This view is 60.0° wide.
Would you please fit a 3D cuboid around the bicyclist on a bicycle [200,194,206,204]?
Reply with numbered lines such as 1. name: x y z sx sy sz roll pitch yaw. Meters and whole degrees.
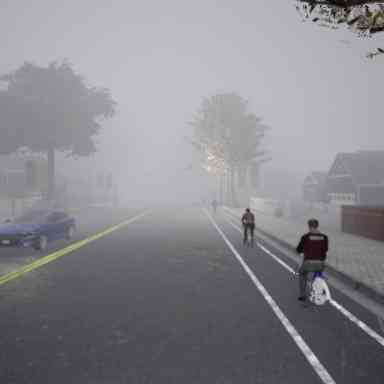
1. bicyclist on a bicycle: 2.266 1.508 61.740 0.866 1.612 1.509 0 0 0

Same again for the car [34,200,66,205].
1. car: -9.849 1.382 22.501 2.097 1.767 4.553 0 0 0

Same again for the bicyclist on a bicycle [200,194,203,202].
1. bicyclist on a bicycle: 2.249 1.442 81.933 0.659 1.776 1.843 0 0 0

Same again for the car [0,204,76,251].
1. car: -6.601 1.497 14.307 1.882 1.535 5.008 0 0 0

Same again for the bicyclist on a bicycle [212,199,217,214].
1. bicyclist on a bicycle: 2.250 1.497 33.178 0.582 1.620 1.656 0 0 0

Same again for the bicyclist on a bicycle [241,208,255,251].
1. bicyclist on a bicycle: 2.250 1.471 13.186 0.582 1.620 1.656 0 0 0

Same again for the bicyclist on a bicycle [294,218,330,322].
1. bicyclist on a bicycle: 2.250 1.380 6.383 0.659 1.776 1.843 0 0 0
